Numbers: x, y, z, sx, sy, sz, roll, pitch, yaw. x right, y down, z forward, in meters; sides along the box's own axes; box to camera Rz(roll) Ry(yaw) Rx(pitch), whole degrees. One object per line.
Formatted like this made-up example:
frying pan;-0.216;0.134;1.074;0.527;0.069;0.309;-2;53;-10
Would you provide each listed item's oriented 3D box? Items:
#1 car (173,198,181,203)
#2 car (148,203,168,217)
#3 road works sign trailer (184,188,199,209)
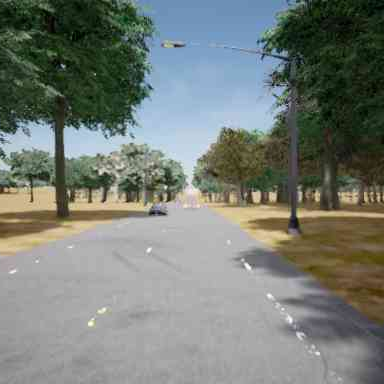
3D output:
car;-3.516;2.138;77.954;1.812;1.442;4.674;0;-1;0
car;-3.595;1.893;36.414;2.033;1.411;5.357;0;-1;0
road works sign trailer;-0.003;1.012;54.308;2.380;3.560;2.880;0;-1;0
